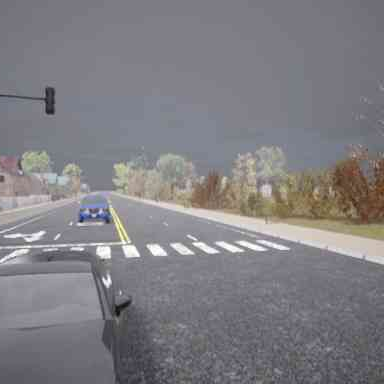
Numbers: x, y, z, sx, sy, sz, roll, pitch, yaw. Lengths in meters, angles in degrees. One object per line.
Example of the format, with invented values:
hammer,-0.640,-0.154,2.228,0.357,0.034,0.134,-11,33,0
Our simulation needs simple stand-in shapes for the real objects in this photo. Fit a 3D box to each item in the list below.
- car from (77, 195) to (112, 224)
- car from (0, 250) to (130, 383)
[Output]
car,-7.300,1.237,25.093,2.150,2.045,5.566,0,0,-15
car,-1.746,1.529,3.977,1.812,1.442,4.674,0,0,-12
